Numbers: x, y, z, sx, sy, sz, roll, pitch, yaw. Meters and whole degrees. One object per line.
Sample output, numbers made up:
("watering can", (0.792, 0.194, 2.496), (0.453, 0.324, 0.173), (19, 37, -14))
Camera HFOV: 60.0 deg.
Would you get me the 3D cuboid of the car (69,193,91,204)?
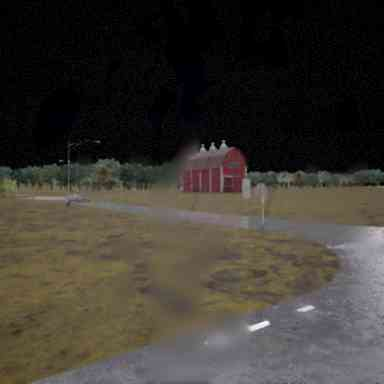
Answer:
("car", (-15.708, 0.874, 46.491), (1.994, 1.385, 4.181), (0, 1, -36))
